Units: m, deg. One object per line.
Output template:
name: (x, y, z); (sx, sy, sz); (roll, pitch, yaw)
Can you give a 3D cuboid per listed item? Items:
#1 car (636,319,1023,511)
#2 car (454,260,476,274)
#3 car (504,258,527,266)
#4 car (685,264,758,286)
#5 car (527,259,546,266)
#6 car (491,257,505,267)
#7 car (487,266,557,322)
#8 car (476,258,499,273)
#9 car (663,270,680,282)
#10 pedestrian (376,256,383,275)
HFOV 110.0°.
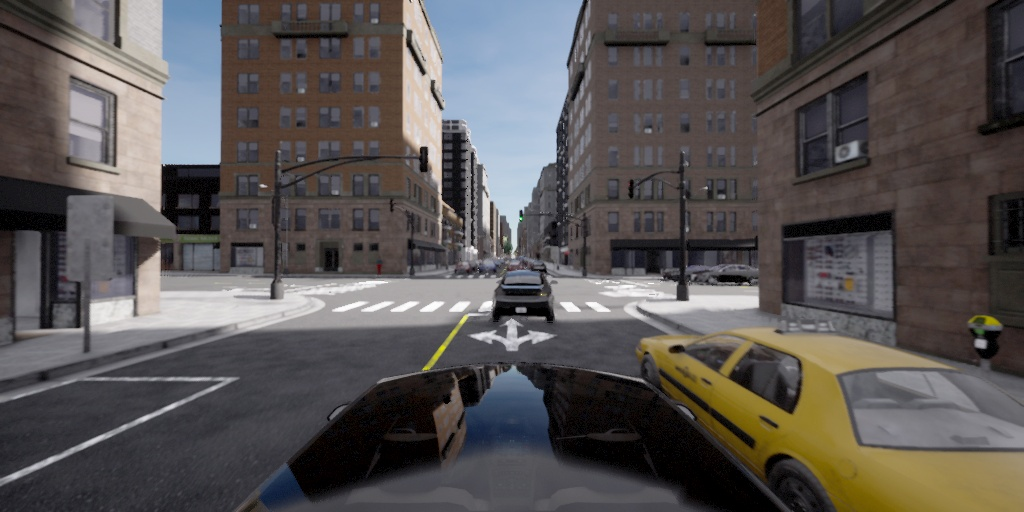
car: (2.669, 1.273, 3.541); (1.751, 1.417, 4.829); (0, 0, 0)
car: (-5.543, 1.288, 41.140); (1.802, 1.307, 4.207); (0, 0, 1)
car: (0.379, 1.234, 38.360); (1.812, 1.442, 4.674); (0, 0, 1)
car: (15.463, 1.342, 25.806); (4.902, 1.511, 2.128); (0, -1, 0)
car: (2.983, 1.271, 41.035); (1.948, 1.339, 4.313); (0, 0, 1)
car: (-2.570, 1.235, 55.530); (2.033, 1.411, 5.357); (0, 0, 1)
car: (0.486, 1.244, 12.300); (1.837, 1.490, 4.892); (0, 0, 6)
car: (-2.771, 1.231, 41.623); (1.812, 1.442, 4.674); (0, 0, -1)
car: (15.199, 1.426, 29.056); (5.357, 1.411, 2.033); (0, -1, 0)
pedestrian: (-12.359, 0.864, 33.405); (0.375, 1.860, 0.375); (0, -1, 0)
